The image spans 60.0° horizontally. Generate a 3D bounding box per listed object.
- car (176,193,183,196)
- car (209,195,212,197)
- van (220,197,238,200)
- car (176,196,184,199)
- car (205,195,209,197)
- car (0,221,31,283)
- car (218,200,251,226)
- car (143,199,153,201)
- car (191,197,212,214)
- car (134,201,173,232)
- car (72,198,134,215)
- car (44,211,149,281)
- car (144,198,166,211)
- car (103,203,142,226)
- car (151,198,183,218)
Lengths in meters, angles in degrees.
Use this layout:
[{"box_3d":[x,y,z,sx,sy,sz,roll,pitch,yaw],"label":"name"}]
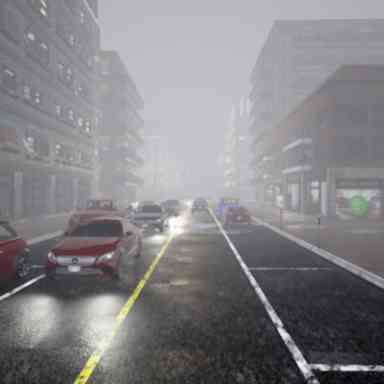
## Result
[{"box_3d":[-3.322,1.206,89.691,2.192,1.841,5.009,0,0,1],"label":"car"},{"box_3d":[4.555,1.495,89.514,1.947,1.339,4.313,0,0,1],"label":"car"},{"box_3d":[3.197,1.336,29.105,1.690,1.788,3.998,0,0,1],"label":"van"},{"box_3d":[-1.998,1.513,34.565,1.837,1.490,4.892,0,0,1],"label":"car"},{"box_3d":[1.149,1.472,47.769,1.837,1.490,4.892,0,0,1],"label":"car"},{"box_3d":[-5.184,1.410,6.937,1.967,1.590,4.097,0,0,1],"label":"car"},{"box_3d":[3.070,1.544,23.519,1.887,1.381,4.507,0,0,1],"label":"car"},{"box_3d":[-4.557,1.497,34.868,1.887,1.381,4.507,0,0,1],"label":"car"},{"box_3d":[0.857,1.526,34.751,2.033,1.411,5.357,0,0,1],"label":"car"},{"box_3d":[-2.424,1.501,19.939,1.812,1.442,4.674,0,0,1],"label":"car"},{"box_3d":[-4.932,1.279,18.110,2.192,1.841,5.009,0,0,1],"label":"car"},{"box_3d":[-2.651,1.506,9.985,1.812,1.442,4.674,0,0,1],"label":"car"},{"box_3d":[-4.431,1.499,40.454,2.008,1.369,4.403,0,0,1],"label":"car"},{"box_3d":[-4.808,1.543,23.696,1.802,1.307,4.206,0,0,1],"label":"car"},{"box_3d":[-2.164,1.533,29.729,1.994,1.385,4.181,0,0,2],"label":"car"}]
